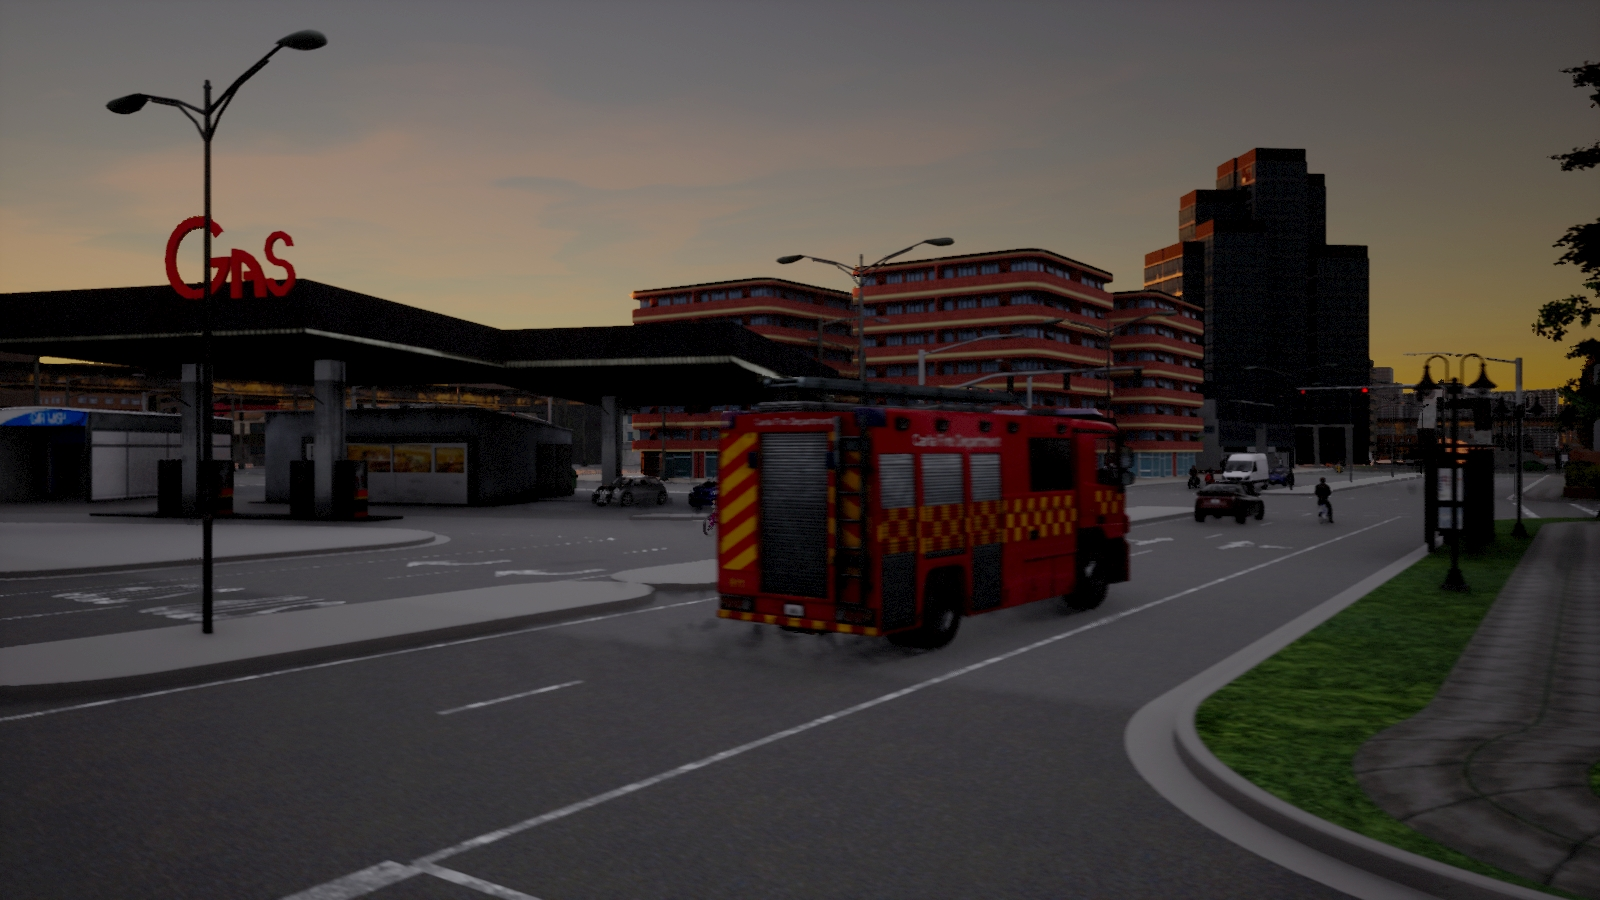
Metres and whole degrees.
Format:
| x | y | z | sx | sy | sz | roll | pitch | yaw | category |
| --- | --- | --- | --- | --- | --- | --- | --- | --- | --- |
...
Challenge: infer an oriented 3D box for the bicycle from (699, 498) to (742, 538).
| x | y | z | sx | sy | sz | roll | pitch | yaw | category |
| --- | --- | --- | --- | --- | --- | --- | --- | --- | --- |
| -2.587 | 2.198 | 37.225 | 0.329 | 1.196 | 1.835 | 0 | 0 | 34 | bicycle |

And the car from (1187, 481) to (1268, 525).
| x | y | z | sx | sy | sz | roll | pitch | yaw | category |
| --- | --- | --- | --- | --- | --- | --- | --- | --- | --- |
| 16.934 | 2.040 | 45.094 | 2.007 | 1.525 | 4.514 | 0 | 0 | 34 | car |

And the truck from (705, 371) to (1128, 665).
| x | y | z | sx | sy | sz | roll | pitch | yaw | category |
| --- | --- | --- | --- | --- | --- | --- | --- | --- | --- |
| 2.395 | 0.891 | 19.112 | 2.891 | 3.827 | 8.468 | 0 | 0 | 39 | truck |

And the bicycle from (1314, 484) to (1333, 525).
| x | y | z | sx | sy | sz | roll | pitch | yaw | category |
| --- | --- | --- | --- | --- | --- | --- | --- | --- | --- |
| 19.828 | 2.048 | 43.252 | 0.329 | 1.496 | 1.835 | 0 | 0 | 35 | bicycle |
